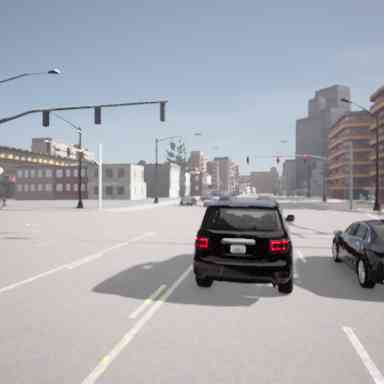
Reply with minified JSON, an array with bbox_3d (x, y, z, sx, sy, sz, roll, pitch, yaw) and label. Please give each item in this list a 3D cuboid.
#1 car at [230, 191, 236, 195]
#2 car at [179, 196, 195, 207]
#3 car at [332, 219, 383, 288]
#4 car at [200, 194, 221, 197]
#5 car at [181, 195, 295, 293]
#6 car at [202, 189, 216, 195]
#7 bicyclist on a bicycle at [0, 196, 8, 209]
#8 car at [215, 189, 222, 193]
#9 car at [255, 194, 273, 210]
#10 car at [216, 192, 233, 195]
[{"bbox_3d":[9.495,0.621,79.265,1.837,1.490,4.892,0,1,12],"label":"car"},{"bbox_3d":[-0.519,1.307,48.479,2.128,1.511,4.902,0,1,12],"label":"car"},{"bbox_3d":[5.148,1.496,8.999,1.837,1.490,4.892,0,0,12],"label":"car"},{"bbox_3d":[2.750,1.423,47.013,1.895,1.301,4.718,0,1,12],"label":"car"},{"bbox_3d":[1.587,1.213,9.136,2.150,2.045,5.566,0,0,15],"label":"car"},{"bbox_3d":[2.877,0.886,64.683,2.097,1.767,4.553,0,1,12],"label":"car"},{"bbox_3d":[-23.624,1.270,41.670,0.582,1.620,1.656,0,0,11],"label":"bicyclist on a bicycle"},{"bbox_3d":[6.073,0.341,80.004,2.150,2.045,5.566,0,1,12],"label":"car"},{"bbox_3d":[8.986,1.225,41.705,2.097,1.767,4.553,0,1,12],"label":"car"},{"bbox_3d":[6.293,1.134,63.941,1.895,1.301,4.718,0,1,12],"label":"car"}]
